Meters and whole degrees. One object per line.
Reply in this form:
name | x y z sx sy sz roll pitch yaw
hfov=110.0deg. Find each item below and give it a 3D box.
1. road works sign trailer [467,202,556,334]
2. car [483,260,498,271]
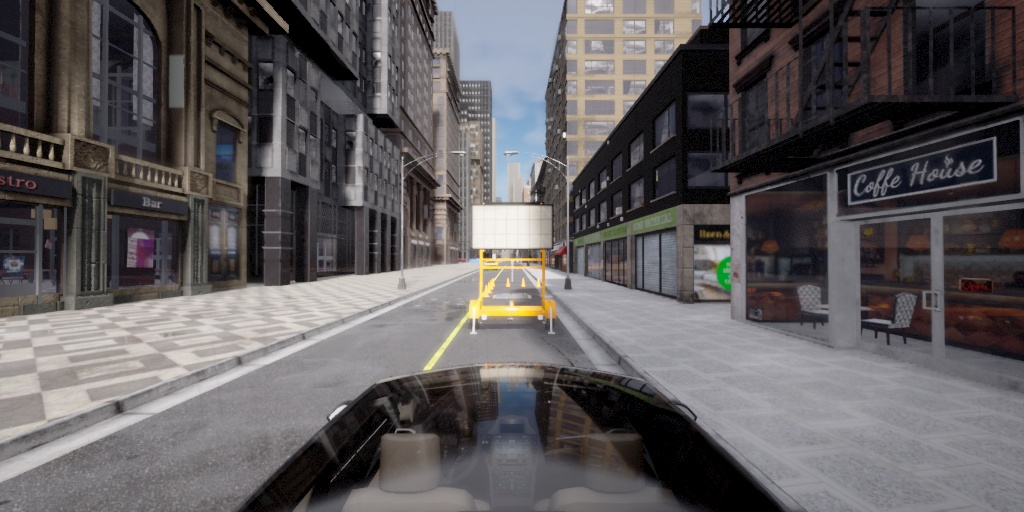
road works sign trailer | 0.013 0.216 10.604 2.380 3.560 2.880 0 0 0
car | -2.967 1.289 50.591 1.882 1.535 5.008 0 0 0
